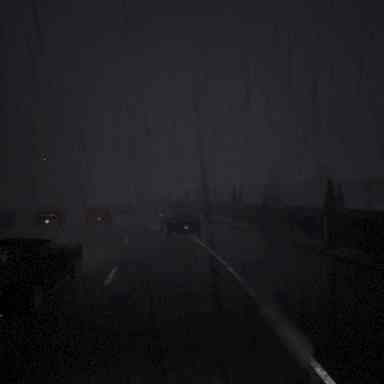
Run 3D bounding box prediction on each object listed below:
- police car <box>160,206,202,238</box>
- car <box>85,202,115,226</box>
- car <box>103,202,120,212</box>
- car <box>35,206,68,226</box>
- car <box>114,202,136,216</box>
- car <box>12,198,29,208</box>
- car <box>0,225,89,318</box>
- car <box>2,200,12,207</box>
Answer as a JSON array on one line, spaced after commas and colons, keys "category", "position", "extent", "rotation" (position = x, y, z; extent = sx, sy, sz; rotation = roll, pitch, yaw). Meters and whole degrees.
[{"category": "police car", "position": [-0.781, 1.628, 19.503], "extent": [1.930, 1.638, 5.238], "rotation": [0, -1, -11]}, {"category": "car", "position": [-7.205, 1.781, 25.817], "extent": [1.882, 1.535, 5.008], "rotation": [0, -1, -15]}, {"category": "car", "position": [-12.223, 2.189, 50.206], "extent": [1.895, 1.301, 4.718], "rotation": [0, -1, -22]}, {"category": "car", "position": [-10.736, 1.827, 25.478], "extent": [1.837, 1.490, 4.892], "rotation": [0, -1, -16]}, {"category": "car", "position": [-7.885, 2.006, 39.203], "extent": [1.994, 1.385, 4.181], "rotation": [0, -1, -22]}, {"category": "car", "position": [-33.564, 2.132, 65.822], "extent": [2.150, 2.045, 5.566], "rotation": [0, -1, -22]}, {"category": "car", "position": [-3.897, 1.695, 7.487], "extent": [1.895, 1.301, 4.718], "rotation": [0, -1, -5]}, {"category": "car", "position": [-39.708, 2.457, 71.851], "extent": [2.128, 1.511, 4.902], "rotation": [0, -1, -22]}]
